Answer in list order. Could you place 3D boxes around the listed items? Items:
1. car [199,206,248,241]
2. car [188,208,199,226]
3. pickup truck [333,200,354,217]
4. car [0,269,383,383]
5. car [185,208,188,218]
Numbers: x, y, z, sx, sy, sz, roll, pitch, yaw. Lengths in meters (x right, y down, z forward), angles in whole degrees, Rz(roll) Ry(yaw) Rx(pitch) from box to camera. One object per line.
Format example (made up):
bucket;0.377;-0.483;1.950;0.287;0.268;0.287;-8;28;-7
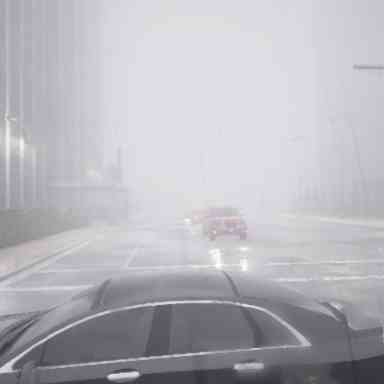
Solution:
car;2.022;1.922;21.604;2.150;2.045;5.566;-1;-2;-4
car;1.016;2.521;34.953;2.097;1.767;4.553;-1;-2;-4
pickup truck;20.526;2.187;44.889;2.390;2.098;6.274;-2;-2;26
car;-0.526;1.644;3.408;4.892;1.490;1.837;-1;-2;-4
car;-0.165;3.247;51.671;2.128;1.511;4.902;-1;-2;-4
